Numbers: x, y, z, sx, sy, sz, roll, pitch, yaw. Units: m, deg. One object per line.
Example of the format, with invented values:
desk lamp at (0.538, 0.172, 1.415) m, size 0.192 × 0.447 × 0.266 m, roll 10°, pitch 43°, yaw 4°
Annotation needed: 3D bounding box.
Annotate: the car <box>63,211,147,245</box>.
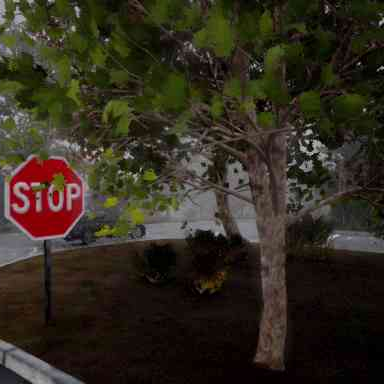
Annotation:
car at (-4.541, 1.778, 17.226) m, size 1.837 × 1.490 × 4.892 m, roll -3°, pitch -3°, yaw 42°
